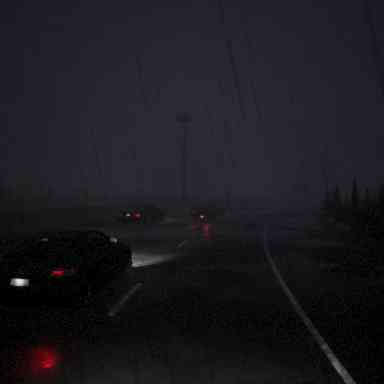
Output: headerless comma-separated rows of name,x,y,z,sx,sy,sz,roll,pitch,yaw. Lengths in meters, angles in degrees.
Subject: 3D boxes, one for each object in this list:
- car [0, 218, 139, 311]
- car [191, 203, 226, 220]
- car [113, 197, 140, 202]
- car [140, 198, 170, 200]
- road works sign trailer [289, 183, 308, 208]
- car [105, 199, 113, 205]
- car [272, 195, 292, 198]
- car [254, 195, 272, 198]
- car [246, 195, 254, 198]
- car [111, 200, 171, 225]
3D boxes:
car,-2.825,1.554,7.830,1.994,1.385,4.181,0,0,5
car,1.483,1.604,27.917,1.895,1.301,4.718,0,0,18
car,-7.662,1.573,43.038,1.895,1.301,4.718,0,0,25
car,-4.125,1.490,42.239,1.837,1.490,4.892,0,-1,26
road works sign trailer,16.103,0.515,49.514,2.380,3.560,2.880,0,0,39
car,-10.051,1.469,46.074,1.837,1.490,4.892,0,0,26
car,20.950,1.427,75.205,4.902,1.511,2.128,0,0,-43
car,17.074,1.473,76.460,4.902,1.511,2.128,0,0,-43
car,14.786,1.412,79.108,5.008,1.535,1.882,0,0,-43
car,-3.439,1.535,23.882,2.033,1.411,5.357,0,0,16
